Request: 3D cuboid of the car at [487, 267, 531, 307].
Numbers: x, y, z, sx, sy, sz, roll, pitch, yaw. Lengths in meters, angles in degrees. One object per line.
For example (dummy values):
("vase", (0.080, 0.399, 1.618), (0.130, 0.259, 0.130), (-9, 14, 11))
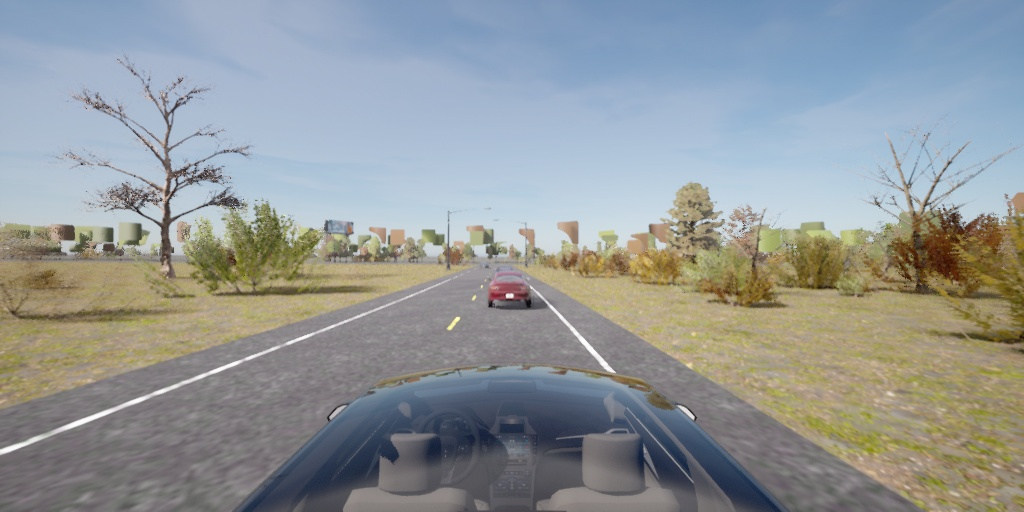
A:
("car", (-0.137, 1.406, 16.304), (1.812, 1.442, 4.674), (0, 0, -1))
